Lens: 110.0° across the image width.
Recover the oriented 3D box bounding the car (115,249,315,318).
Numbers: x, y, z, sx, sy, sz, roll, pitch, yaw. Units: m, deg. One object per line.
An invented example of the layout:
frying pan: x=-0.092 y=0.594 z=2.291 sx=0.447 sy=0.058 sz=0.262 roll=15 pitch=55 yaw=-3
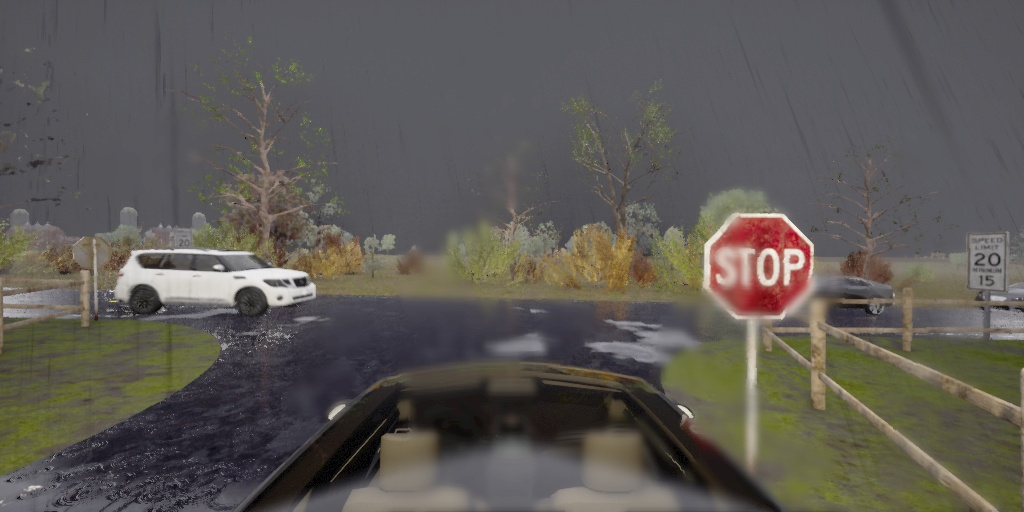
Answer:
car: x=-9.670 y=0.807 z=11.934 sx=5.566 sy=2.045 sz=2.150 roll=1 pitch=1 yaw=0

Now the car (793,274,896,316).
car: x=12.750 y=1.518 z=14.762 sx=4.902 sy=1.511 sz=2.128 roll=1 pitch=1 yaw=0

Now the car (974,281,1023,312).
car: x=22.166 y=1.719 z=14.709 sx=4.902 sy=1.511 sz=2.128 roll=1 pitch=1 yaw=0
